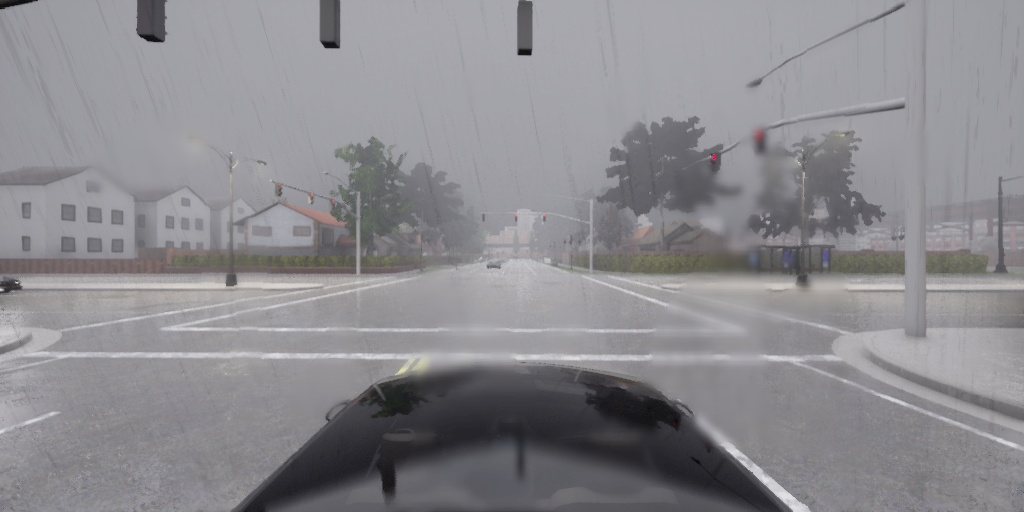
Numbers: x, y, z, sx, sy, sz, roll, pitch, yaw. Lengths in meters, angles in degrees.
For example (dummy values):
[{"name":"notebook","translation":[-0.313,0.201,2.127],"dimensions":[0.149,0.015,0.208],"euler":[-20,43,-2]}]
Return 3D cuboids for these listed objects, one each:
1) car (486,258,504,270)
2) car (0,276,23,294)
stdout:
[{"name":"car","translation":[-2.639,1.315,52.966],"dimensions":[1.994,1.385,4.181],"euler":[0,1,0]},{"name":"car","translation":[-28.118,1.283,17.900],"dimensions":[5.357,1.411,2.033],"euler":[0,0,1]}]
